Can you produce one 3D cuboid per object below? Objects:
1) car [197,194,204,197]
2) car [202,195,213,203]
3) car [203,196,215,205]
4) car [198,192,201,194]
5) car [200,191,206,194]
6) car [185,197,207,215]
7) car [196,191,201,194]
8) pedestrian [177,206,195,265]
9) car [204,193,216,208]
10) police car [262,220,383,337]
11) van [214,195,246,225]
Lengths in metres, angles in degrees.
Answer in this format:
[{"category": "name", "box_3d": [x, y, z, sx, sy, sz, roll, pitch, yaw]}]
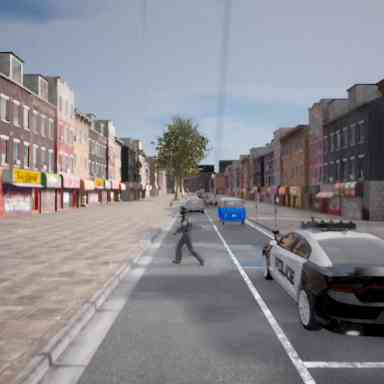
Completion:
[{"category": "car", "box_3d": [0.260, 1.374, 44.878, 1.882, 1.535, 5.008, 0, 0, 1]}, {"category": "car", "box_3d": [2.889, 1.329, 62.409, 1.752, 1.417, 4.829, 1, 0, 0]}, {"category": "car", "box_3d": [2.866, 1.401, 56.698, 1.947, 1.339, 4.313, 1, 0, 0]}, {"category": "car", "box_3d": [2.954, 1.252, 78.863, 2.008, 1.369, 4.403, 1, 0, 0]}, {"category": "car", "box_3d": [2.848, 1.180, 51.156, 2.192, 1.841, 5.009, 1, 0, 0]}, {"category": "car", "box_3d": [0.224, 1.507, 33.528, 1.994, 1.385, 4.181, 0, 0, 0]}, {"category": "car", "box_3d": [3.000, 0.939, 89.943, 2.192, 1.841, 5.009, 1, 0, 0]}, {"category": "pedestrian", "box_3d": [-0.183, 1.290, 10.023, 0.375, 1.860, 0.375, 0, 0, 0]}, {"category": "car", "box_3d": [2.824, 1.333, 45.615, 1.967, 1.590, 4.097, 1, 0, 0]}, {"category": "police car", "box_3d": [2.777, 1.423, 6.997, 1.930, 1.638, 5.238, 0, 0, 0]}, {"category": "van", "box_3d": [2.737, 1.315, 23.448, 1.690, 1.788, 3.998, 0, 0, 0]}]
